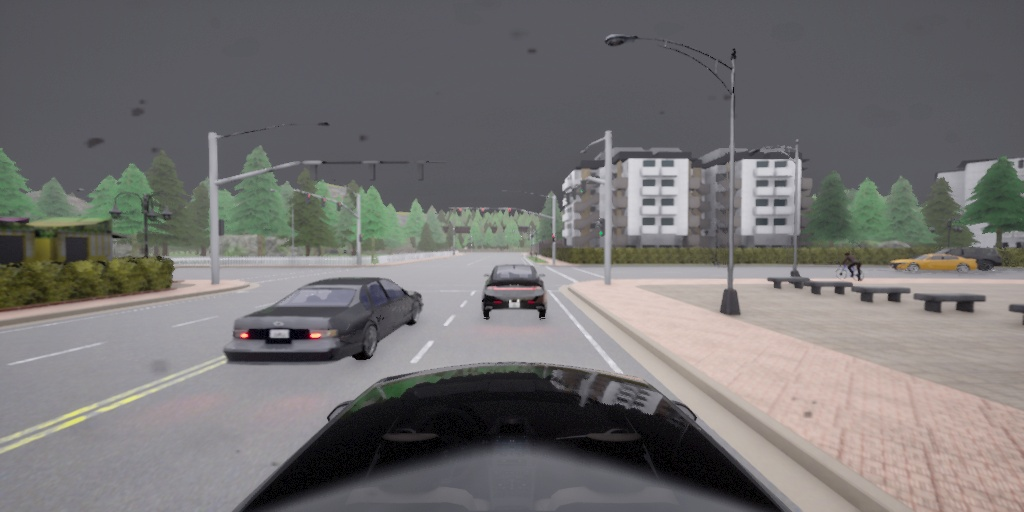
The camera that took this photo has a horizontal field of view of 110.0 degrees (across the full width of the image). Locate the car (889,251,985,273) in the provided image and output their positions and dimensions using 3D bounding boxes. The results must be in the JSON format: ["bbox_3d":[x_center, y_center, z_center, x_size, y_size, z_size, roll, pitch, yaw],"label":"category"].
[{"bbox_3d":[34.982,0.576,29.946,5.008,1.535,1.882,0,1,18],"label":"car"}]

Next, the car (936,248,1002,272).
[{"bbox_3d":[39.470,0.268,32.128,5.566,2.045,2.150,0,1,21],"label":"car"}]

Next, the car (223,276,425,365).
[{"bbox_3d":[-3.445,1.154,7.860,2.033,1.411,5.357,0,1,1],"label":"car"}]

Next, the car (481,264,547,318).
[{"bbox_3d":[0.076,1.010,11.735,2.128,1.511,4.902,0,1,0],"label":"car"}]

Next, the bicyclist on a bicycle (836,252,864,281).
[{"bbox_3d":[19.385,0.615,20.581,0.582,1.620,1.656,0,1,-3],"label":"bicyclist on a bicycle"}]
